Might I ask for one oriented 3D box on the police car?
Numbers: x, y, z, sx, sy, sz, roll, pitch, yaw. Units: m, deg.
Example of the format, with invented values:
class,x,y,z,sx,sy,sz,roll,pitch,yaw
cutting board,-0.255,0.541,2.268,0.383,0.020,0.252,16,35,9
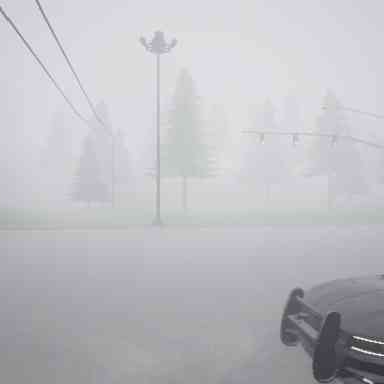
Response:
class,x,y,z,sx,sy,sz,roll,pitch,yaw
police car,3.801,1.425,4.254,5.238,1.638,1.930,0,0,-8
